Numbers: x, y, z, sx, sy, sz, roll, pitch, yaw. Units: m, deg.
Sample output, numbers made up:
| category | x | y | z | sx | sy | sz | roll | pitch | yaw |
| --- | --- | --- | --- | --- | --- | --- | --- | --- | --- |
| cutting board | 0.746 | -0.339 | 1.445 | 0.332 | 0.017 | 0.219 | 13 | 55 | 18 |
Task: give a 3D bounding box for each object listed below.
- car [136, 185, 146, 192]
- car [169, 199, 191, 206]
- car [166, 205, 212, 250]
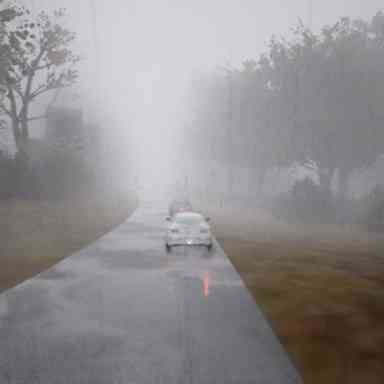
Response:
| category | x | y | z | sx | sy | sz | roll | pitch | yaw |
| --- | --- | --- | --- | --- | --- | --- | --- | --- | --- |
| car | -10.918 | -0.841 | 70.744 | 2.033 | 1.411 | 5.357 | 2 | 2 | -14 |
| car | -1.033 | 1.299 | 29.360 | 1.994 | 1.385 | 4.181 | 1 | 2 | -5 |
| car | -0.159 | 1.559 | 14.423 | 1.812 | 1.442 | 4.674 | 0 | 1 | -2 |
